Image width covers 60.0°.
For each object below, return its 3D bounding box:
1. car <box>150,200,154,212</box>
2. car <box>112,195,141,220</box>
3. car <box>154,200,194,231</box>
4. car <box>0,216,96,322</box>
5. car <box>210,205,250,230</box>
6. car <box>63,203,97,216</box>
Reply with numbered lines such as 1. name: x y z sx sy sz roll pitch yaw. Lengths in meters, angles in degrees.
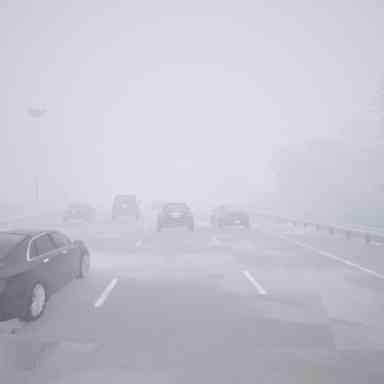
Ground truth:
1. car: -3.969 1.611 39.817 1.895 1.301 4.718 0 0 -11
2. car: -5.564 1.234 28.353 2.150 2.045 5.566 0 0 -8
3. car: -1.114 1.355 20.606 2.097 1.767 4.553 0 0 -6
4. car: -3.642 1.513 7.174 1.837 1.490 4.892 0 0 -2
5. car: 2.353 1.522 21.227 1.812 1.442 4.674 0 0 -6
6. car: -8.799 1.566 26.321 2.033 1.411 5.357 0 0 -8
